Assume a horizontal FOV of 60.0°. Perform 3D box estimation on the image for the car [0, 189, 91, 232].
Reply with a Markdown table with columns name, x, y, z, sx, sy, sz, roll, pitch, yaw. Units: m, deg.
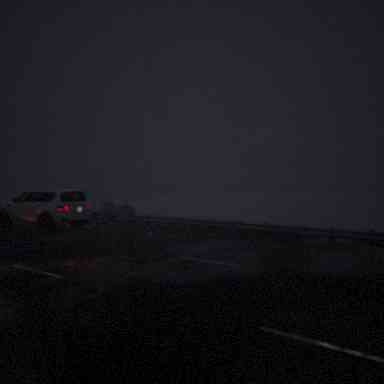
| name | x | y | z | sx | sy | sz | roll | pitch | yaw |
| --- | --- | --- | --- | --- | --- | --- | --- | --- | --- |
| car | -7.850 | 0.877 | 17.556 | 5.566 | 2.045 | 2.150 | 1 | 1 | 29 |
